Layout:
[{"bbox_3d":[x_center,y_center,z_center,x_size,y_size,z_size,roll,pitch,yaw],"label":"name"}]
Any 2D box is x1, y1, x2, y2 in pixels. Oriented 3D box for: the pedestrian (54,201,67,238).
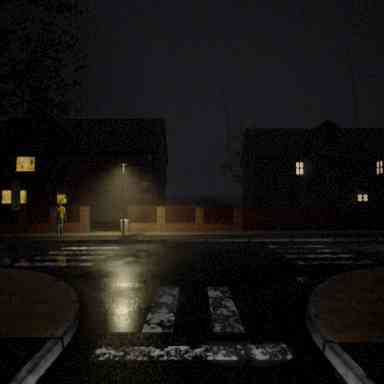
[{"bbox_3d":[-6.730,1.369,16.957,0.375,1.860,0.375,0,-1,1],"label":"pedestrian"}]
